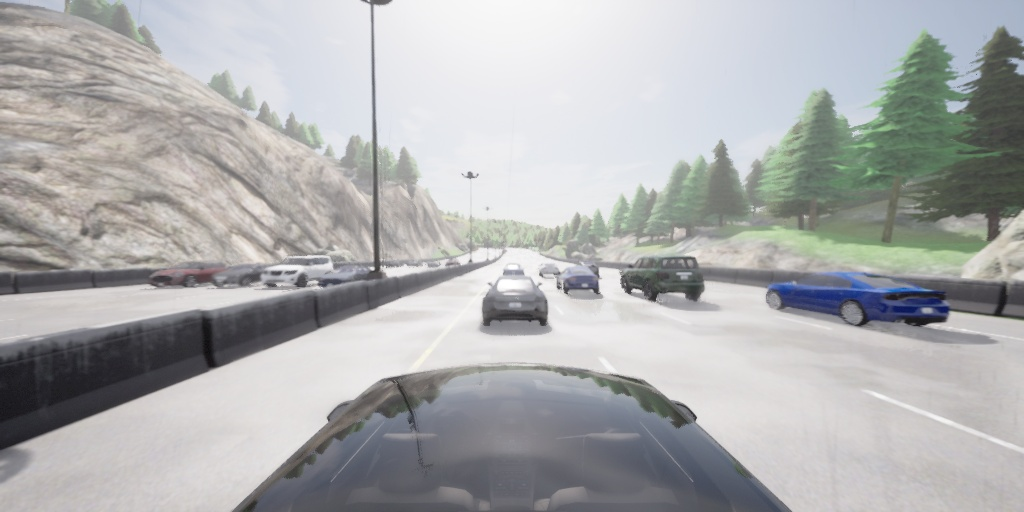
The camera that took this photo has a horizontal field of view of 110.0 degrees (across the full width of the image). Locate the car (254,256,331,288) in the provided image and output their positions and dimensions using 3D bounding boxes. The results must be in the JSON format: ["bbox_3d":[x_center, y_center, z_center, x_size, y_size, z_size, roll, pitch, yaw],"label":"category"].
[{"bbox_3d":[-14.090,0.986,24.072,2.150,2.045,5.566,0,0,0],"label":"car"}]

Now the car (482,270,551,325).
[{"bbox_3d":[0.096,1.322,11.896,1.994,1.385,4.181,0,0,0],"label":"car"}]

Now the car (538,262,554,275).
[{"bbox_3d":[3.614,1.304,35.647,1.812,1.442,4.674,0,0,0],"label":"car"}]

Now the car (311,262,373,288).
[{"bbox_3d":[-10.591,1.312,23.641,2.033,1.411,5.357,0,0,0],"label":"car"}]

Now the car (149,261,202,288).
[{"bbox_3d":[-21.088,1.114,23.789,2.097,1.767,4.553,0,0,0],"label":"car"}]

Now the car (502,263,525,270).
[{"bbox_3d":[0.111,1.320,30.062,2.033,1.411,5.357,0,0,0],"label":"car"}]

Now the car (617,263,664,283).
[{"bbox_3d":[10.611,1.323,30.078,2.033,1.411,5.357,0,0,0],"label":"car"}]

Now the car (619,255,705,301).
[{"bbox_3d":[7.105,0.986,17.458,2.150,2.045,5.566,0,0,0],"label":"car"}]

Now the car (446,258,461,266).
[{"bbox_3d":[-10.499,1.149,64.194,2.097,1.767,4.553,0,0,1],"label":"car"}]

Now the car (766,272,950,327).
[{"bbox_3d":[10.597,1.238,11.621,1.882,1.535,5.008,0,0,0],"label":"car"}]

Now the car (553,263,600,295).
[{"bbox_3d":[3.606,1.291,20.030,1.812,1.442,4.674,0,0,0],"label":"car"}]

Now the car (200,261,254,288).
[{"bbox_3d":[-17.588,1.255,24.057,2.128,1.511,4.902,0,0,0],"label":"car"}]
